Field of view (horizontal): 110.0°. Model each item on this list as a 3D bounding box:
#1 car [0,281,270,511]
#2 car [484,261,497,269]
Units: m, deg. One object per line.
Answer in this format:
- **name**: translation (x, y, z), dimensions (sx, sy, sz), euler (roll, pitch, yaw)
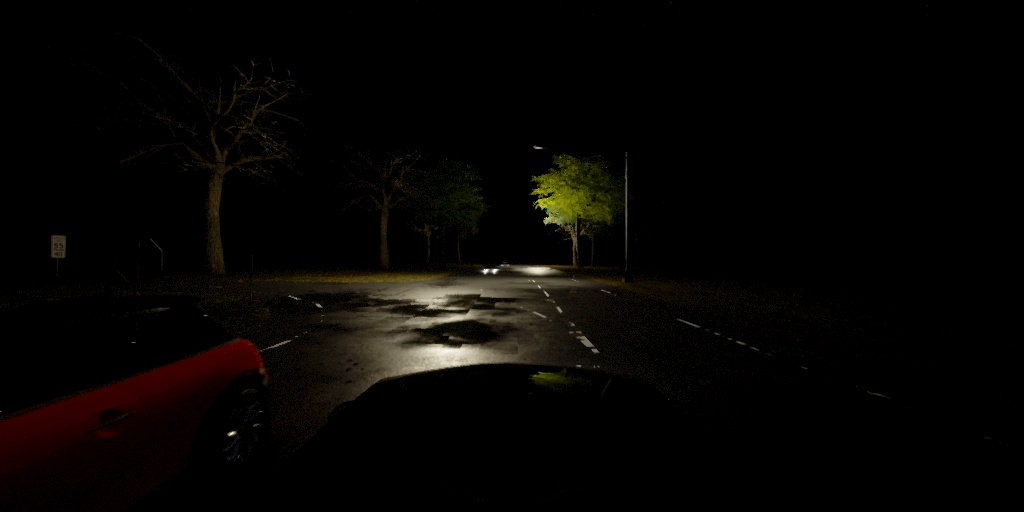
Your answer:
- **car**: translation (-3.500, 1.105, 1.709), dimensions (2.097, 1.767, 4.553), euler (0, 0, 0)
- **car**: translation (-3.542, 1.496, 58.642), dimensions (1.895, 1.301, 4.718), euler (0, 0, 0)
